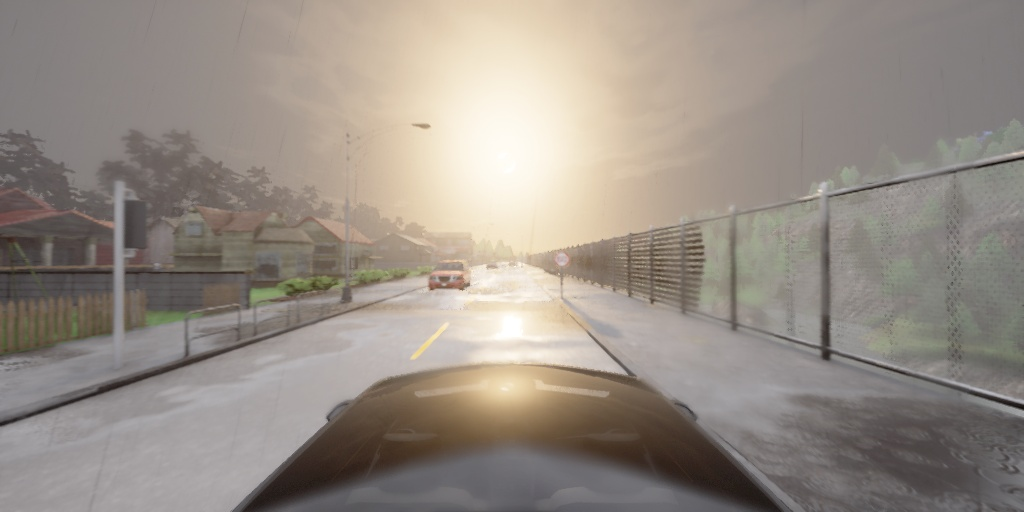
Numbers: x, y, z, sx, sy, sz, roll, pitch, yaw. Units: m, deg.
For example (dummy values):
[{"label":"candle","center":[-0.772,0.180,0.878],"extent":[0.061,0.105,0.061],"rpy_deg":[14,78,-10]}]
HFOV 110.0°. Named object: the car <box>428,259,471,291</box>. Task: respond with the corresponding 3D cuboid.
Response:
[{"label":"car","center":[-3.988,1.284,23.811],"extent":[2.150,2.045,5.566],"rpy_deg":[0,1,0]}]
